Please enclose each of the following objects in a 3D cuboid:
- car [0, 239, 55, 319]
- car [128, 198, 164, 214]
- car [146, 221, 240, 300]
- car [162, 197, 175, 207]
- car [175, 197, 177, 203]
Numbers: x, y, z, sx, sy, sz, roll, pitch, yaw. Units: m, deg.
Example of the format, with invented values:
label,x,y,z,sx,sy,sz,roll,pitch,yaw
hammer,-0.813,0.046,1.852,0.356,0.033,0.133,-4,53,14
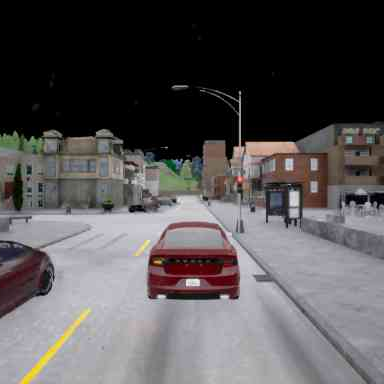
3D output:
label,x,y,z,sx,sy,sz,roll,pitch,yaw
car,-4.101,1.564,5.860,1.994,1.385,4.181,0,0,0
car,-5.014,1.601,35.466,1.895,1.301,4.718,0,0,15
car,0.049,1.478,8.455,1.882,1.535,5.008,0,0,1
car,-4.104,1.504,52.026,1.837,1.490,4.892,0,0,0
car,-4.015,1.601,66.833,1.895,1.301,4.718,0,0,0
